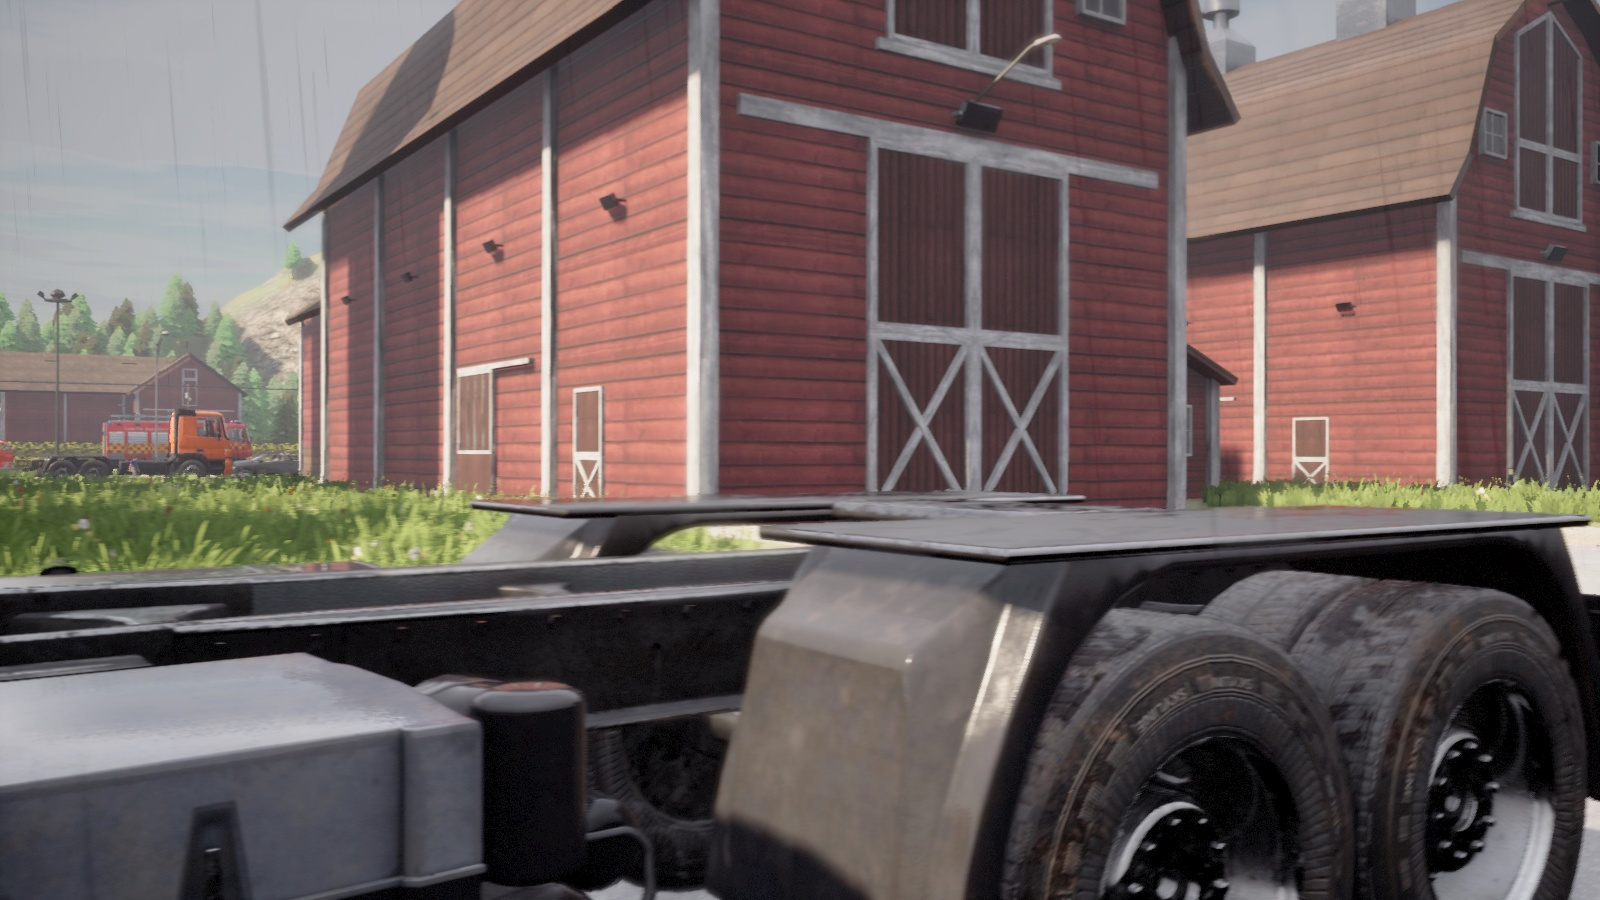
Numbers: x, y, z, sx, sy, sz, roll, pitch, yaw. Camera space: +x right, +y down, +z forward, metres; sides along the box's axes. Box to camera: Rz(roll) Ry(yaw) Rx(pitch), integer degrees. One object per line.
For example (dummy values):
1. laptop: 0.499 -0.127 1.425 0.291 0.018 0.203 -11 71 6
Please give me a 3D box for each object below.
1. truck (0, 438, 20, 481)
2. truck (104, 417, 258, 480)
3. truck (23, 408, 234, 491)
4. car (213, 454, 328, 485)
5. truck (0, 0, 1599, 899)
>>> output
1. truck: -49.511 0.578 74.148 5.204 2.467 2.627 -1 0 -11
2. truck: -39.441 -0.112 80.165 8.468 3.827 2.891 0 0 -34
3. truck: -29.576 -0.012 55.462 7.936 3.462 2.891 0 0 -35
4. car: -26.152 0.935 62.103 4.902 1.511 2.128 0 0 -35
5. truck: -1.227 -0.227 2.809 7.936 3.462 2.891 0 0 -35
